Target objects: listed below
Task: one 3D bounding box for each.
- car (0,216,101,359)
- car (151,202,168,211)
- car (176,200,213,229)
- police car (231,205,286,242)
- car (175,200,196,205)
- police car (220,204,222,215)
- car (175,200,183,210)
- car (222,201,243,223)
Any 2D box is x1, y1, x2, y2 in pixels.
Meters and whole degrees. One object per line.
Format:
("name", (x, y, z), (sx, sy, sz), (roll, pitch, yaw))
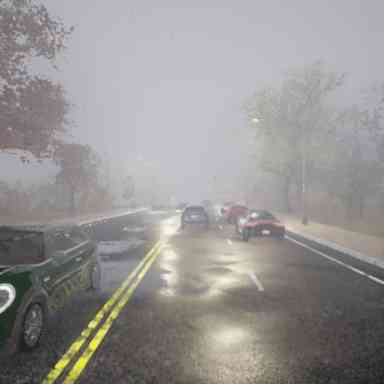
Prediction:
("car", (-3.297, 1.419, 6.239), (2.097, 1.767, 4.553), (0, -1, 1))
("car", (-4.835, 2.088, 49.240), (1.895, 1.301, 4.718), (0, -1, 4))
("car", (0.290, 1.682, 24.016), (2.033, 1.649, 4.856), (0, 0, 3))
("police car", (3.486, 1.696, 17.823), (2.038, 1.542, 4.974), (0, -1, 2))
("car", (-1.474, 2.354, 75.149), (4.718, 1.301, 1.895), (-1, -2, 39))
("police car", (4.396, 1.905, 39.652), (2.038, 1.542, 4.974), (0, -1, 3))
("car", (-1.439, 2.068, 50.972), (1.994, 1.385, 4.181), (0, -1, 4))
("car", (3.856, 1.776, 28.740), (1.882, 1.535, 5.008), (0, -1, 2))
